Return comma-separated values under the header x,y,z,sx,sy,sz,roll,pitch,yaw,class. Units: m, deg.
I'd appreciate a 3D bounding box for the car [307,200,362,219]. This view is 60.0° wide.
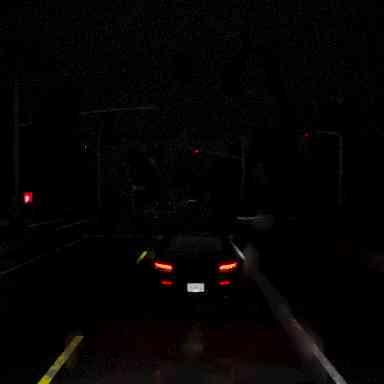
x,y,z,sx,sy,sz,roll,pitch,yaw,class
12.390,1.472,28.469,4.902,1.511,2.128,0,0,-6,car

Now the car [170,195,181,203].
x,y,z,sx,sy,sz,roll,pitch,yaw,class
-3.417,1.522,70.849,2.128,1.511,4.902,0,0,0,car

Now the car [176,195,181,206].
x,y,z,sx,sy,sz,roll,pitch,yaw,class
-3.523,1.221,55.387,2.150,2.045,5.566,0,0,0,car

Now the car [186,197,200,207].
x,y,z,sx,sy,sz,roll,pitch,yaw,class
0.159,1.491,50.827,2.128,1.511,4.902,0,0,0,car

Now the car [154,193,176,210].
x,y,z,sx,sy,sz,roll,pitch,yaw,class
-3.546,1.352,42.395,2.097,1.767,4.553,0,0,0,car

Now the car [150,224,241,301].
x,y,z,sx,sy,sz,roll,pitch,yaw,class
0.082,1.526,8.183,1.812,1.442,4.674,0,0,0,car
